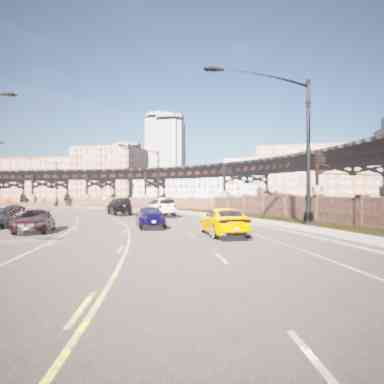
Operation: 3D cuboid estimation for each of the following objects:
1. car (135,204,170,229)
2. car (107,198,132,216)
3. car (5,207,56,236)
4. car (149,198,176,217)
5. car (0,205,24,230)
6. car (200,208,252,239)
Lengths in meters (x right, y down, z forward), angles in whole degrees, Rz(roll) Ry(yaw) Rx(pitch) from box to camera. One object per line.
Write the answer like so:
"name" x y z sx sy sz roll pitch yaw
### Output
"car" -3.002 1.799 23.734 1.812 1.442 4.674 0 -1 -13
"car" -9.063 1.832 41.373 2.150 2.045 5.566 0 -1 -25
"car" -9.627 1.797 20.494 1.812 1.442 4.674 0 -1 -13
"car" -3.417 1.708 37.148 2.150 2.045 5.566 0 -1 -20
"car" -14.107 1.927 24.345 2.033 1.411 5.357 0 -1 -15
"car" 1.711 1.629 18.290 1.882 1.535 5.008 0 -1 -10
